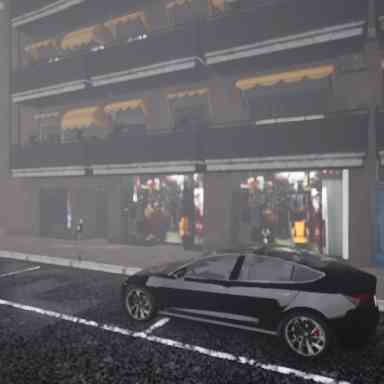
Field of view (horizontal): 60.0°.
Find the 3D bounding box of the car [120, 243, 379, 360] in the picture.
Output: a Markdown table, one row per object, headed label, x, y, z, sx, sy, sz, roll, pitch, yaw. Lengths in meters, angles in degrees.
| label | x | y | z | sx | sy | sz | roll | pitch | yaw |
| --- | --- | --- | --- | --- | --- | --- | --- | --- | --- |
| car | 0.779 | 1.562 | 5.725 | 4.313 | 1.339 | 1.947 | 0 | 0 | 27 |
